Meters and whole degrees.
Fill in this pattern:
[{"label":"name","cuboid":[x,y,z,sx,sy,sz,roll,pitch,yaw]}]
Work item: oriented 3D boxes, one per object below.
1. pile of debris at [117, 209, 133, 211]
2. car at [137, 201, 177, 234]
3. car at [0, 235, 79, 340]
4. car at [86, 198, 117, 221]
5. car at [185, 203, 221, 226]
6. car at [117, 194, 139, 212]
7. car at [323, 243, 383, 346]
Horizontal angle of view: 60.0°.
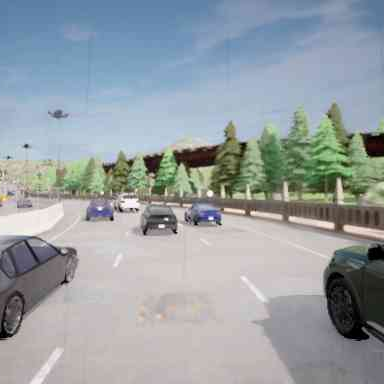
[{"label":"pile of debris","cuboid":[-7.898,2.155,39.180,1.500,0.140,1.860,0,0,-22]},{"label":"car","cuboid":[-1.995,1.488,19.184,1.837,1.490,4.892,0,0,-11]},{"label":"car","cuboid":[-3.748,1.553,6.425,2.033,1.411,5.357,0,0,-4]},{"label":"car","cuboid":[-7.684,1.346,27.751,2.097,1.767,4.553,0,0,-16]},{"label":"car","cuboid":[0.712,1.493,23.186,1.812,1.442,4.674,0,0,-12]},{"label":"car","cuboid":[-7.561,1.201,38.267,2.150,2.045,5.566,0,0,-21]},{"label":"car","cuboid":[3.400,1.204,3.387,2.150,2.045,5.566,0,0,-2]}]
